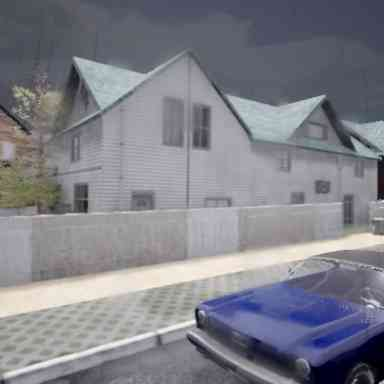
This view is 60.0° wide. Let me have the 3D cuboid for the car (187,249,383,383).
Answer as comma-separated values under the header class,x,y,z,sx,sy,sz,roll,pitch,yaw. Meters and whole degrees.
class,x,y,z,sx,sy,sz,roll,pitch,yaw
car,2.279,1.595,4.712,4.718,1.301,1.895,0,0,-36
